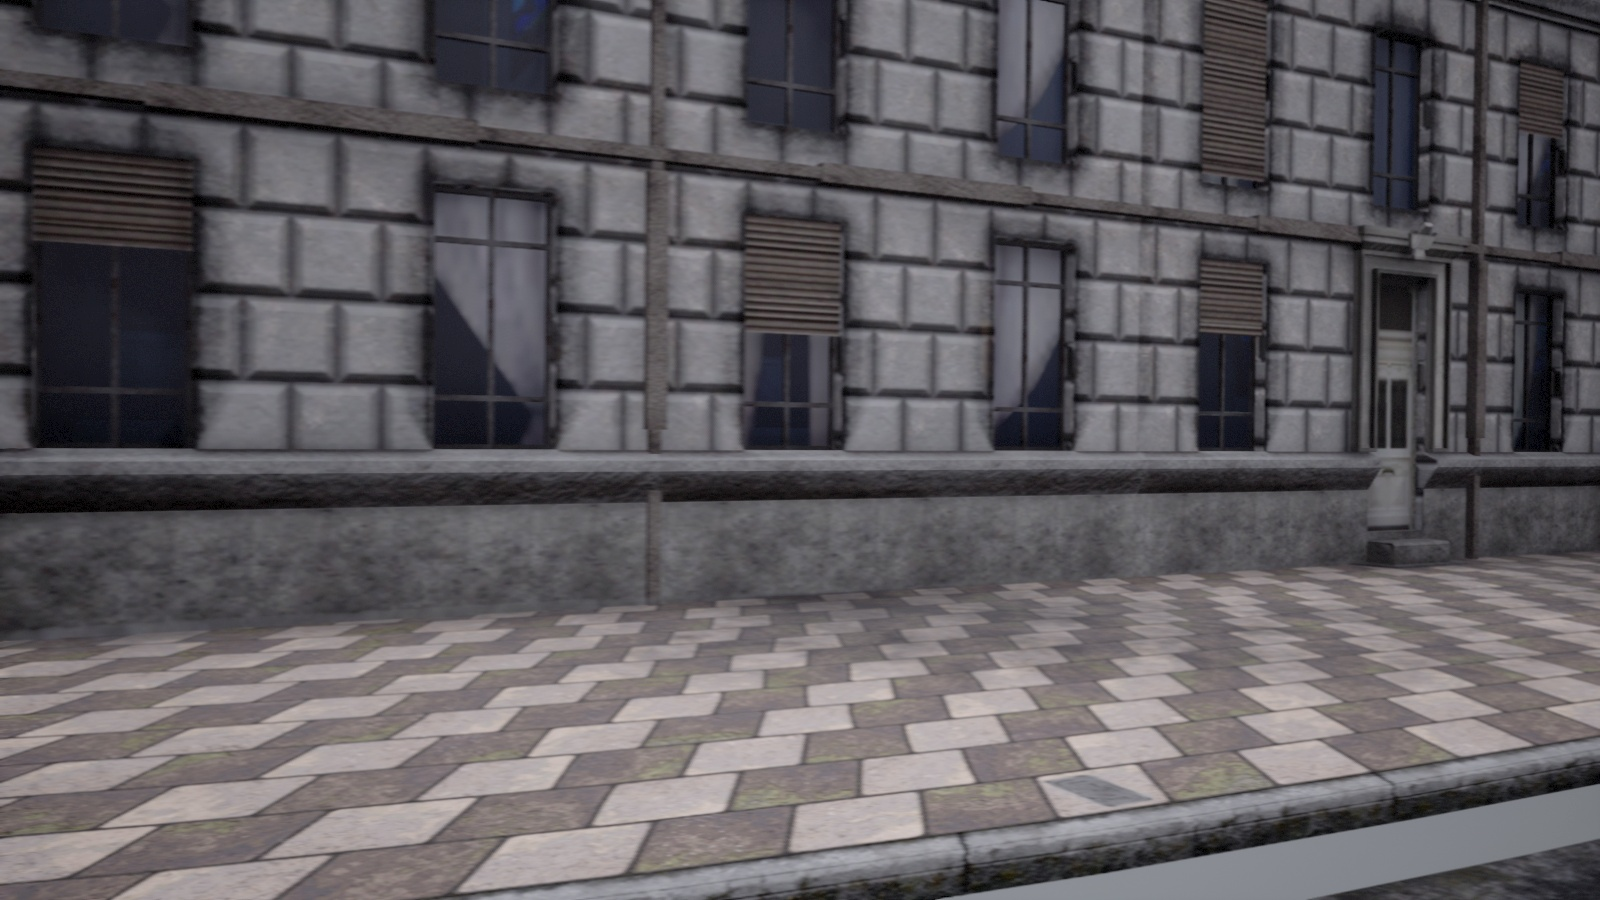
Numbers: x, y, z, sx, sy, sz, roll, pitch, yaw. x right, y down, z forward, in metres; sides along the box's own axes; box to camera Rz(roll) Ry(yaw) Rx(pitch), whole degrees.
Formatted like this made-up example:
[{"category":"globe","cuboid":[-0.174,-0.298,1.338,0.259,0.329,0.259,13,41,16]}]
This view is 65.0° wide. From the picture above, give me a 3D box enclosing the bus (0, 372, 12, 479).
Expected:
[{"category":"bus","cuboid":[-37.002,-0.912,48.922,10.273,4.253,3.944,-1,1,-26]}]
